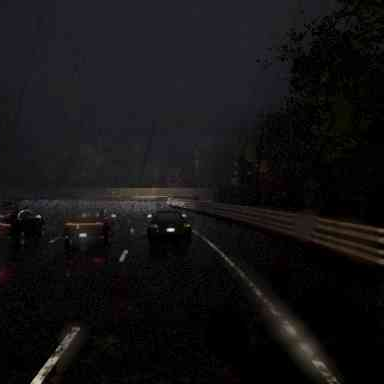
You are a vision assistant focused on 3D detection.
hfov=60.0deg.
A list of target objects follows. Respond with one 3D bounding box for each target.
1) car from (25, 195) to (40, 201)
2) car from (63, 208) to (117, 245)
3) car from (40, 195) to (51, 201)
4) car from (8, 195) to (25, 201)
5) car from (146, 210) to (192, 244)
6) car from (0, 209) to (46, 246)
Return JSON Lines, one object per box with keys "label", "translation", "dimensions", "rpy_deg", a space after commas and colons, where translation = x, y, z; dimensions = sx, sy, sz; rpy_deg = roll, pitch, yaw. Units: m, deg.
{"label": "car", "translation": [-39.798, 1.516, 81.588], "dimensions": [4.181, 1.385, 1.994], "rpy_deg": [0, 0, 40]}
{"label": "car", "translation": [-4.644, 1.493, 15.517], "dimensions": [2.128, 1.511, 4.902], "rpy_deg": [0, 0, -8]}
{"label": "car", "translation": [-37.454, 1.459, 84.188], "dimensions": [4.892, 1.490, 1.837], "rpy_deg": [0, 0, 40]}
{"label": "car", "translation": [-42.142, 1.491, 78.989], "dimensions": [4.674, 1.442, 1.812], "rpy_deg": [0, 0, 40]}
{"label": "car", "translation": [-1.180, 1.570, 16.018], "dimensions": [1.994, 1.385, 4.181], "rpy_deg": [0, 0, -8]}
{"label": "car", "translation": [-8.108, 1.493, 15.015], "dimensions": [2.128, 1.511, 4.902], "rpy_deg": [0, 0, -8]}
